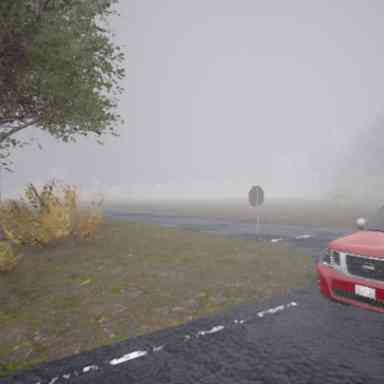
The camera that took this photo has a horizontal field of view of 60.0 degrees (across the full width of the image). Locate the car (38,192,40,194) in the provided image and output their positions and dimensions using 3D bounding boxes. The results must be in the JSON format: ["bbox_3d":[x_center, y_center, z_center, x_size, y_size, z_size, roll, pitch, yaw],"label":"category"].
[{"bbox_3d":[-38.147,1.091,83.358,2.150,2.045,5.566,0,0,-28],"label":"car"}]

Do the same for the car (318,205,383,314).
[{"bbox_3d":[4.906,1.124,6.637,5.566,2.045,2.150,-1,1,-35],"label":"car"}]
